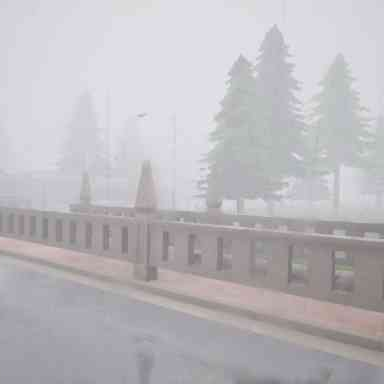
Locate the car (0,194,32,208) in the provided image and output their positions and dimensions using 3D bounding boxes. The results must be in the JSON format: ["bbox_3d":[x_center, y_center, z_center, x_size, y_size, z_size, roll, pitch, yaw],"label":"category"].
[{"bbox_3d":[-17.654,0.979,31.219,1.837,1.490,4.892,1,1,38],"label":"car"}]
